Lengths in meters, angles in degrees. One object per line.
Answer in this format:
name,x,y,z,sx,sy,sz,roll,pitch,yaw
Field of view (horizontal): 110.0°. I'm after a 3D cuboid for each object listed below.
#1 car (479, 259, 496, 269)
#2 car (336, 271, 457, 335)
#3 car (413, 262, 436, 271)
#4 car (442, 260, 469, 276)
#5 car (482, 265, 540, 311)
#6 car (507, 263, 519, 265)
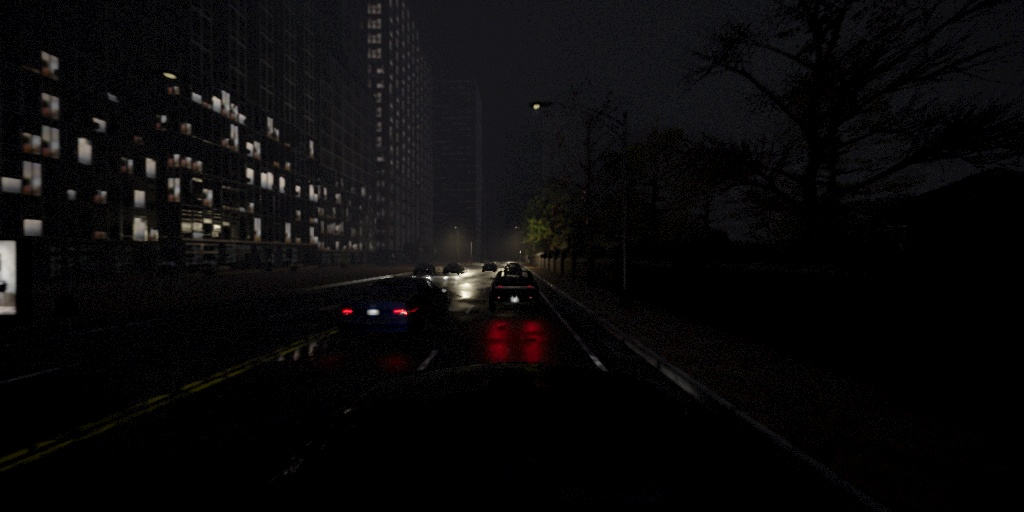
car,-3.169,1.535,51.631,1.994,1.385,4.181,0,0,0
car,-3.152,1.337,10.640,2.033,1.411,5.357,0,0,0
car,-9.843,1.447,40.688,1.812,1.442,4.674,0,0,0
car,-6.596,1.470,40.747,2.033,1.411,5.357,0,0,0
car,0.095,1.300,14.773,2.128,1.511,4.902,0,0,0
car,0.088,1.455,37.297,2.033,1.411,5.357,0,0,0
